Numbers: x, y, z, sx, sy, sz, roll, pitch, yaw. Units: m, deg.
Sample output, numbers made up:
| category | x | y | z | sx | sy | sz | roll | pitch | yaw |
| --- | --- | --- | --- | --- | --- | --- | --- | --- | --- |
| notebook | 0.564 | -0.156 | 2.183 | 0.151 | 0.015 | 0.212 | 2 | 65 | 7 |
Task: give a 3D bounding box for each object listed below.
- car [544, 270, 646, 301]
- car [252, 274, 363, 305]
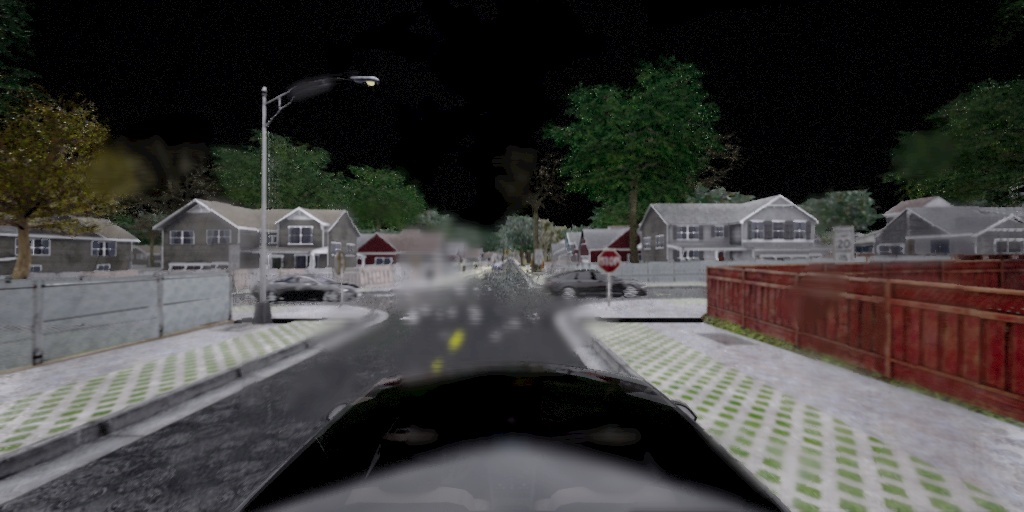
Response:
| category | x | y | z | sx | sy | sz | roll | pitch | yaw |
| --- | --- | --- | --- | --- | --- | --- | --- | --- | --- |
| car | 4.064 | 1.433 | 17.680 | 4.892 | 1.490 | 1.837 | -1 | 0 | 0 |
| car | -9.906 | 1.628 | 17.549 | 4.902 | 1.511 | 2.128 | 0 | -1 | -1 |
